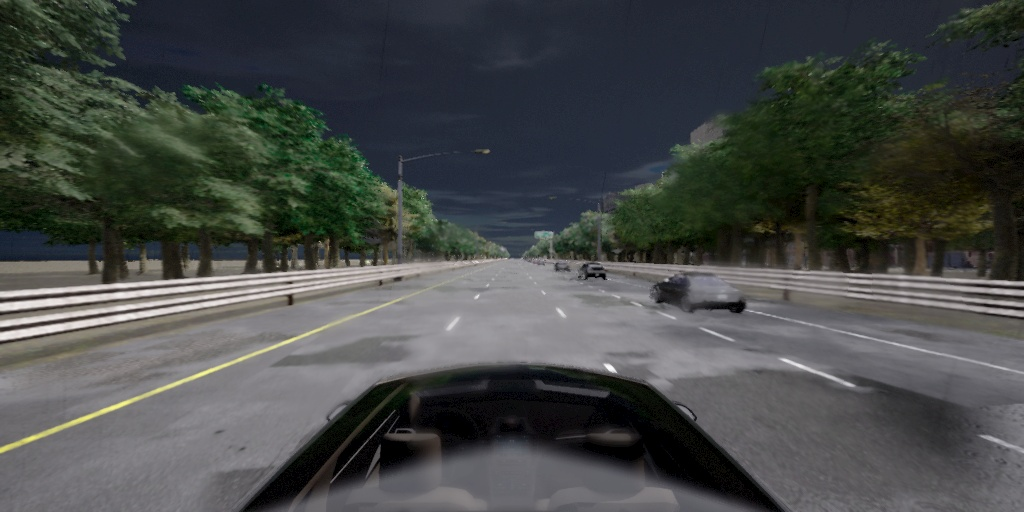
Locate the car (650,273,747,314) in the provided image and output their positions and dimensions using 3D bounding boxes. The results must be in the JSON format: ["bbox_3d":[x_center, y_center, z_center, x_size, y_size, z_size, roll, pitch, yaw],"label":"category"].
[{"bbox_3d":[7.007,1.342,13.939,1.994,1.385,4.181,0,0,0],"label":"car"}]

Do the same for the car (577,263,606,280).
[{"bbox_3d":[7.047,1.362,32.021,1.837,1.490,4.892,0,0,0],"label":"car"}]

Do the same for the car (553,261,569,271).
[{"bbox_3d":[7.131,1.440,52.040,2.128,1.511,4.902,0,0,0],"label":"car"}]
